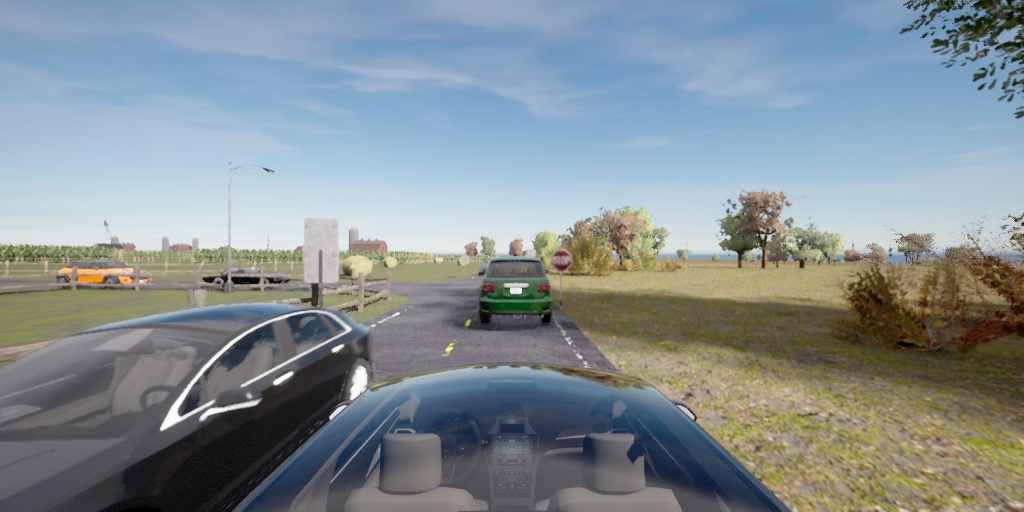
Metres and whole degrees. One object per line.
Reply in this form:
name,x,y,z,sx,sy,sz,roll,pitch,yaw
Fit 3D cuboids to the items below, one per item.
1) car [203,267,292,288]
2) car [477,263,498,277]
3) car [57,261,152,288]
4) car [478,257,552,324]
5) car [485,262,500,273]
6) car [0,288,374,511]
car,-17.310,1.410,23.669,4.718,1.301,1.895,0,0,-1
car,-2.778,1.584,41.056,2.033,1.411,5.357,0,0,0
car,-26.652,1.099,23.592,4.553,1.767,2.097,0,0,-1
car,0.116,1.046,12.440,2.150,2.045,5.566,0,0,0
car,-2.752,1.594,51.169,1.882,1.535,5.008,0,0,0
car,-2.836,1.264,3.147,1.837,1.490,4.892,0,0,0
